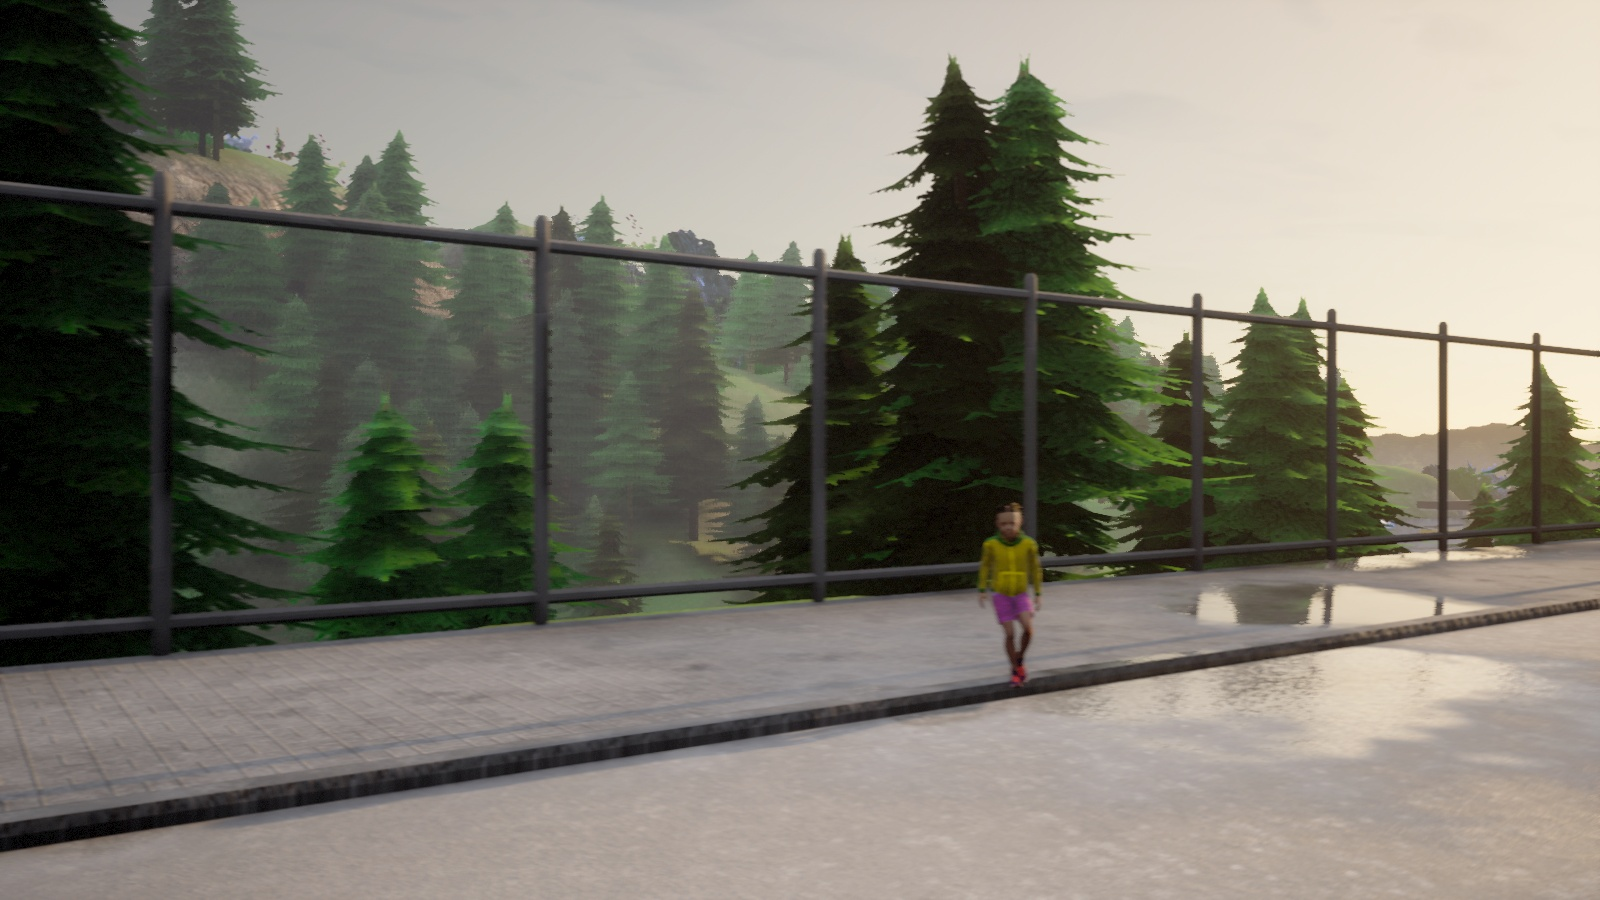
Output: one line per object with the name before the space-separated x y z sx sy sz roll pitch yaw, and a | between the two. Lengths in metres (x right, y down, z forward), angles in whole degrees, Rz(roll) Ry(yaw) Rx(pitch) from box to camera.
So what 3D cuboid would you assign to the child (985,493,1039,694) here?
child | 1.279 0.851 7.616 0.299 1.160 0.473 0 0 7
